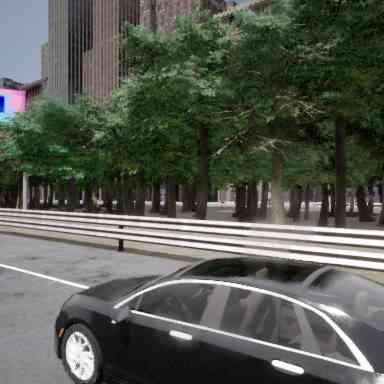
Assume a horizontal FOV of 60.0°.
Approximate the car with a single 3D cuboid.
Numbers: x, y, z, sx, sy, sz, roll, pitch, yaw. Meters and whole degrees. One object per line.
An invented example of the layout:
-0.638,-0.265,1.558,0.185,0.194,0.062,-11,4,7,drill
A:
0.441,1.506,3.681,4.892,1.490,1.837,0,0,36,car
